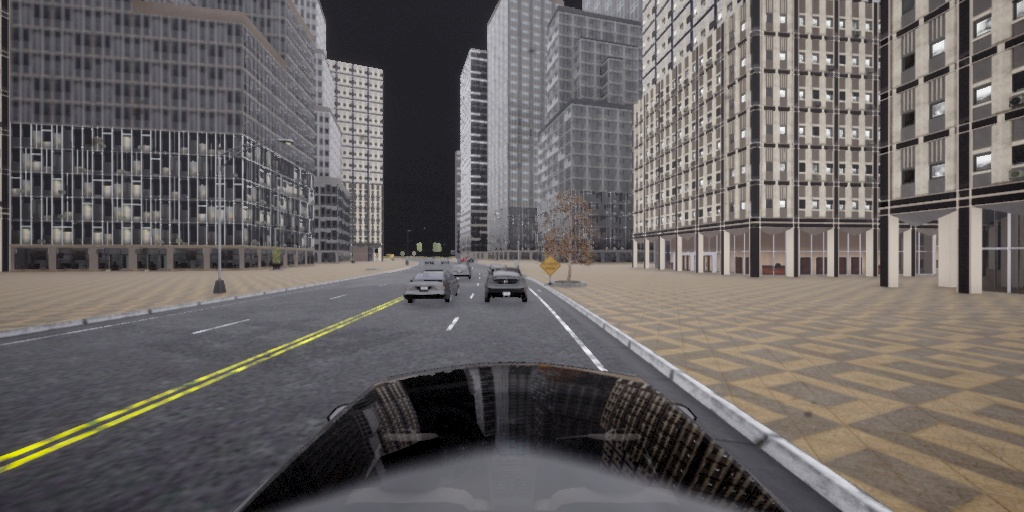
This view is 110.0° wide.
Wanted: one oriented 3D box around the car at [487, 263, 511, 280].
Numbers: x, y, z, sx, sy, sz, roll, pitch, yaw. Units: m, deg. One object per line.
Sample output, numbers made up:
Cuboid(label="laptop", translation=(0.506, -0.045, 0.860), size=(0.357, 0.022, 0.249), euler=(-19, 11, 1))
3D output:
Cuboid(label="car", translation=(-1.243, 1.363, 31.959), size=(1.895, 1.301, 4.718), euler=(0, 0, -5))

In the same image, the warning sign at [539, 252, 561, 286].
Cuboid(label="warning sign", translation=(2.307, 0.863, 21.723), size=(1.300, 1.860, 1.060), euler=(0, 0, -3))

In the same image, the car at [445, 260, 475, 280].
Cuboid(label="car", translation=(-4.480, 1.310, 31.665), size=(2.033, 1.411, 5.357), euler=(0, 0, -5))

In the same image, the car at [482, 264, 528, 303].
Cuboid(label="car", translation=(-0.312, 1.266, 16.760), size=(1.837, 1.490, 4.892), euler=(0, 0, -2))

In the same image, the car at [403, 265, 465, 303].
Cuboid(label="car", translation=(-3.559, 1.313, 16.628), size=(2.033, 1.411, 5.357), euler=(0, 0, -2))
